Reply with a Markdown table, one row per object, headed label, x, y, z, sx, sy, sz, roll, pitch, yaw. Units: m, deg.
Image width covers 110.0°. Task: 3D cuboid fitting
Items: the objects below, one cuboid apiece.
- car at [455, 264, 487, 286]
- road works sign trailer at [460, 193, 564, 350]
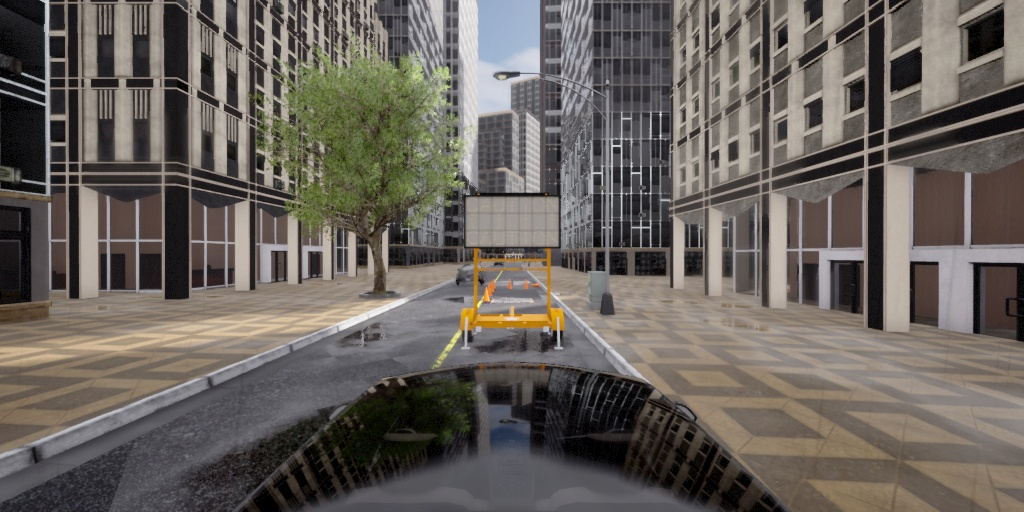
| label | x | y | z | sx | sy | sz | roll | pitch | yaw |
| --- | --- | --- | --- | --- | --- | --- | --- | --- | --- |
| car | -2.823 | 1.283 | 25.483 | 1.812 | 1.442 | 4.674 | 0 | 0 | 0 |
| road works sign trailer | 0.010 | 0.214 | 9.080 | 2.380 | 3.560 | 2.880 | 0 | 0 | 0 |
